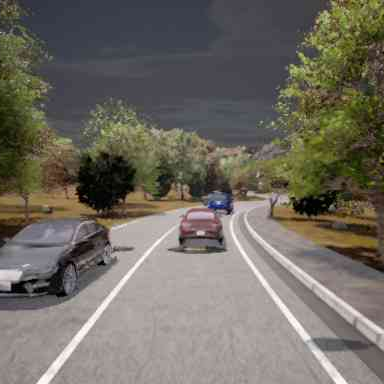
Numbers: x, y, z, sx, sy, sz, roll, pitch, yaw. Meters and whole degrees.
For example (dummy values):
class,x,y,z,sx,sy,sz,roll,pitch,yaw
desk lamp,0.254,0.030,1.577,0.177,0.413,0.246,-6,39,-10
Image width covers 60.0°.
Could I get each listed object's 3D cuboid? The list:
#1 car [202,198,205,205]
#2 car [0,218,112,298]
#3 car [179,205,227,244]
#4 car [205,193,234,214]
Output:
class,x,y,z,sx,sy,sz,roll,pitch,yaw
car,3.268,1.162,49.764,2.150,2.045,5.566,2,0,19
car,-3.477,1.470,8.633,2.128,1.511,4.902,0,0,2
car,0.431,1.468,15.087,1.812,1.442,4.674,0,-1,2
car,3.174,1.220,35.391,2.150,2.045,5.566,1,0,12
